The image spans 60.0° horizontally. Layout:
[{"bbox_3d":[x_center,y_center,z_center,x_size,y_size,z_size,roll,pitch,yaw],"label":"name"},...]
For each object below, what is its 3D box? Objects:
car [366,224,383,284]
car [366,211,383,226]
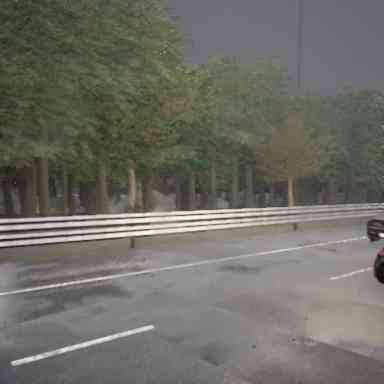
[{"bbox_3d":[6.374,1.562,8.288,4.181,1.385,1.994,0,0,-35],"label":"car"},{"bbox_3d":[9.762,1.498,15.001,4.892,1.490,1.837,0,0,-35],"label":"car"}]
